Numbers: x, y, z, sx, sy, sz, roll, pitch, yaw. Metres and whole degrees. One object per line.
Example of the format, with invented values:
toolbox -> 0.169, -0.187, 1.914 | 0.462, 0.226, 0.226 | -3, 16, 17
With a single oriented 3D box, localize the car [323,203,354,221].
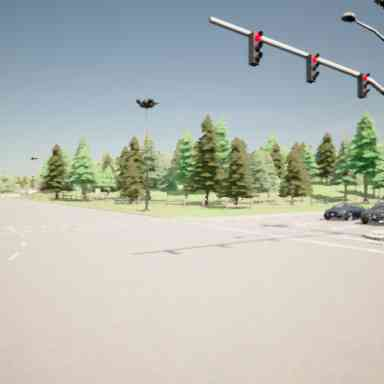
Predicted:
car -> 12.604, 1.575, 27.098 | 4.181, 1.385, 1.994 | 0, 0, -35

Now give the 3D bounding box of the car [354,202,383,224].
car -> 13.954, 1.515, 23.775 | 4.892, 1.490, 1.837 | 0, 0, -36
